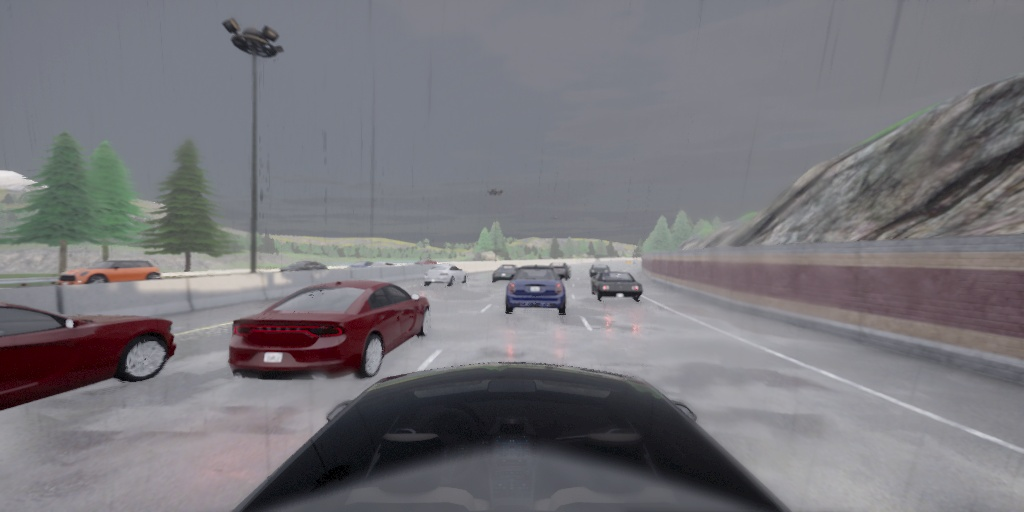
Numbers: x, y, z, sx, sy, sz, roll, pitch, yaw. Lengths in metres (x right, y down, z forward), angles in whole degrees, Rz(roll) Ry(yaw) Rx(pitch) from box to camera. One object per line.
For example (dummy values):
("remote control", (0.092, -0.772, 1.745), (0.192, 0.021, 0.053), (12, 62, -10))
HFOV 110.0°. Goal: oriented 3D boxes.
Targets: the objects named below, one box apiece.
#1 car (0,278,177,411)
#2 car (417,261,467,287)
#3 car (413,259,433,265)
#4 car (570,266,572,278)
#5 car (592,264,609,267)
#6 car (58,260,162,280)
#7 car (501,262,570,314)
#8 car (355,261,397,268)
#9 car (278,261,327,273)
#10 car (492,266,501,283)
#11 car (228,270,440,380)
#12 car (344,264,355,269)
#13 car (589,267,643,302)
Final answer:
("car", (-6.759, 1.211, 4.097), (1.882, 1.535, 5.008), (0, 0, 2))
("car", (-4.510, 1.297, 24.671), (1.812, 1.442, 4.674), (0, 0, 10))
("car", (-15.201, 1.282, 62.751), (1.882, 1.535, 5.008), (0, 0, 22))
("car", (4.133, 1.299, 31.529), (2.128, 1.511, 4.902), (0, 0, 14))
("car", (8.566, 1.426, 34.709), (1.895, 1.301, 4.718), (0, 0, 16))
("car", (-26.158, 1.056, 23.521), (2.097, 1.767, 4.553), (0, 0, 9))
("car", (0.998, 1.124, 14.048), (2.097, 1.767, 4.553), (0, 0, 6))
("car", (-13.056, 1.287, 35.632), (1.812, 1.442, 4.674), (0, 0, 14))
("car", (-20.375, 1.243, 35.120), (1.837, 1.490, 4.892), (0, 0, 14))
("car", (-0.190, 1.353, 28.362), (1.994, 1.385, 4.181), (0, 0, 12))
("car", (-3.111, 1.227, 7.334), (1.882, 1.535, 5.008), (0, 0, 3))
("car", (-15.965, 1.283, 38.419), (1.812, 1.442, 4.674), (0, 0, 15))
("car", (4.906, 1.389, 17.437), (1.895, 1.301, 4.718), (0, 0, 8))
